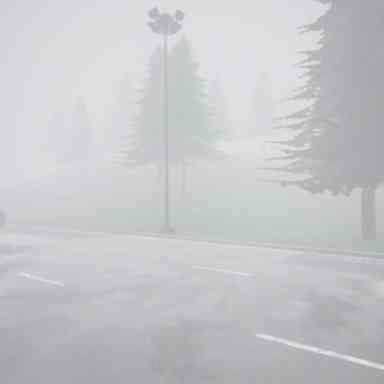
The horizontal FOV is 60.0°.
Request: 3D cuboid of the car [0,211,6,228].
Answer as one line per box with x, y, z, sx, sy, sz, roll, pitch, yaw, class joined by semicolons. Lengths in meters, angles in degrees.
-14.970;1.729;23.275;5.008;1.535;1.882;-1;0;36;car
